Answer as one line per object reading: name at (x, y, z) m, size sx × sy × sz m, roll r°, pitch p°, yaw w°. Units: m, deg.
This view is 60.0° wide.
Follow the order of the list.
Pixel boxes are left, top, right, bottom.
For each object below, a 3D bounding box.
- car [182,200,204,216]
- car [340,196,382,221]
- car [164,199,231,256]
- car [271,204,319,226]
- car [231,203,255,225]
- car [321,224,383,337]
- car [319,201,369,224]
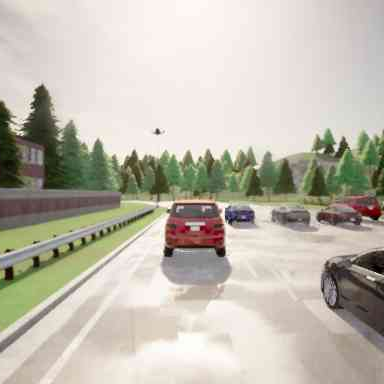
car at (0.069, 1.680, 35.440) m, size 2.128 × 1.511 × 4.902 m, roll 0°, pitch 0°, yaw -1°
car at (14.105, 1.377, 28.897) m, size 2.150 × 2.045 × 5.566 m, roll 0°, pitch 0°, yaw 0°
car at (0.102, 1.295, 13.592) m, size 2.150 × 2.045 × 5.566 m, roll 0°, pitch 0°, yaw 0°
car at (7.105, 1.622, 24.345) m, size 2.128 × 1.511 × 4.902 m, roll 0°, pitch 0°, yaw 0°
car at (3.604, 1.614, 25.741) m, size 1.882 × 1.535 × 5.008 m, roll 0°, pitch 0°, yaw 0°
car at (3.601, 1.534, 5.028) m, size 1.837 × 1.490 × 4.892 m, roll 0°, pitch 0°, yaw 0°
car at (10.606, 1.655, 24.261) m, size 1.812 × 1.442 × 4.674 m, roll 0°, pitch 0°, yaw 0°
